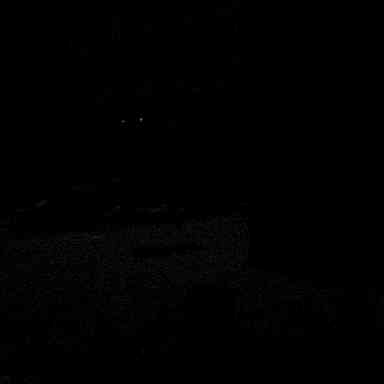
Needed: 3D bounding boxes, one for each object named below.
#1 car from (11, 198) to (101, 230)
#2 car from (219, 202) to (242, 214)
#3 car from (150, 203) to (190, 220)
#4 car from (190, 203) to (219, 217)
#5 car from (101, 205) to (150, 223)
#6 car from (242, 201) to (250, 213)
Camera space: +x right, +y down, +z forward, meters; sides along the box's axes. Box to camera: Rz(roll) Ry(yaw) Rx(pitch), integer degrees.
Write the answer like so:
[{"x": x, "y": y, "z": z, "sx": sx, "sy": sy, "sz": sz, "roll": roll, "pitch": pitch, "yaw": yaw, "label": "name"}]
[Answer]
[{"x": -8.711, "y": 1.307, "z": 21.331, "sx": 2.192, "sy": 1.841, "sz": 5.009, "roll": 0, "pitch": -1, "yaw": 35, "label": "car"}, {"x": 3.752, "y": 1.861, "z": 38.980, "sx": 1.947, "sy": 1.339, "sz": 4.313, "roll": 0, "pitch": -1, "yaw": 35, "label": "car"}, {"x": -2.579, "y": 1.667, "z": 30.016, "sx": 1.752, "sy": 1.417, "sz": 4.829, "roll": 0, "pitch": -1, "yaw": 35, "label": "car"}, {"x": 0.636, "y": 1.786, "z": 34.567, "sx": 1.947, "sy": 1.339, "sz": 4.313, "roll": 0, "pitch": -1, "yaw": 35, "label": "car"}, {"x": -5.598, "y": 1.650, "z": 25.741, "sx": 1.802, "sy": 1.307, "sz": 4.206, "roll": 0, "pitch": -1, "yaw": 35, "label": "car"}, {"x": 6.869, "y": 1.922, "z": 43.394, "sx": 2.008, "sy": 1.369, "sz": 4.403, "roll": 0, "pitch": -1, "yaw": 35, "label": "car"}]
